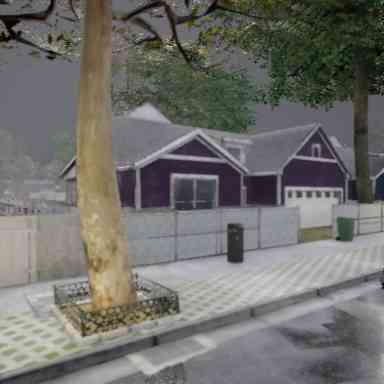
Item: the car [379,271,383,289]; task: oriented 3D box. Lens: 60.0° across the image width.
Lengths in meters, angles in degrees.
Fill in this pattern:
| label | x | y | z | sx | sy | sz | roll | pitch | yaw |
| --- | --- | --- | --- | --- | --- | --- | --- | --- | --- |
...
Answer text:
| label | x | y | z | sx | sy | sz | roll | pitch | yaw |
| --- | --- | --- | --- | --- | --- | --- | --- | --- | --- |
| car | 6.514 | 1.549 | 7.722 | 5.357 | 1.411 | 2.033 | 0 | 0 | -35 |
